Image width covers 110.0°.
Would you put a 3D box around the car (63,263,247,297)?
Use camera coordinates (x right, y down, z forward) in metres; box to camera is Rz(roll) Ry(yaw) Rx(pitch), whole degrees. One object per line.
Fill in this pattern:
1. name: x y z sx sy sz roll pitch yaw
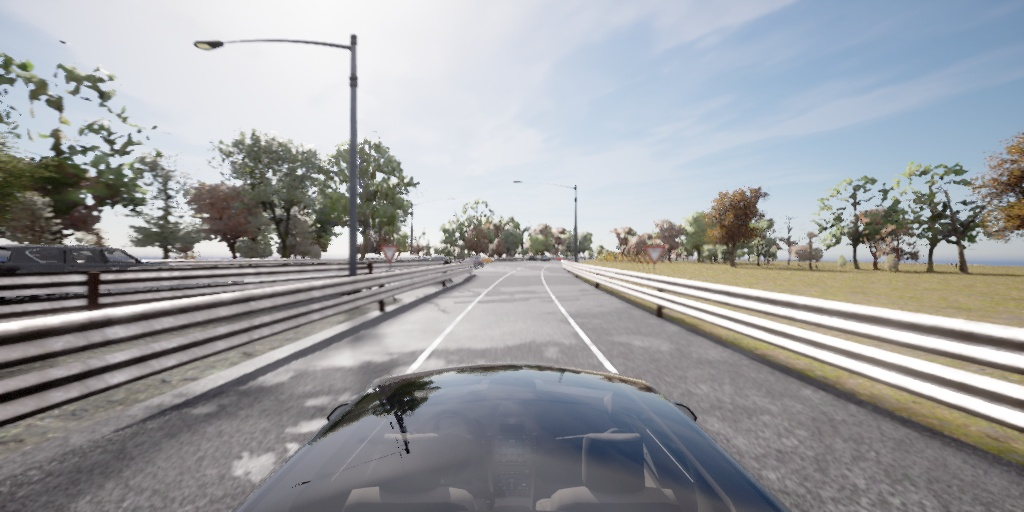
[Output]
1. car: -12.581 1.030 13.343 1.895 1.301 4.718 0 0 10

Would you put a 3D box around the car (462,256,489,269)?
1. car: -5.296 1.009 49.324 2.033 1.411 5.357 0 0 13

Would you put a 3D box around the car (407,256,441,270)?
1. car: -10.493 0.947 42.014 1.837 1.490 4.892 0 0 12

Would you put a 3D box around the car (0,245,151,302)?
1. car: -16.071 0.638 13.629 2.150 2.045 5.566 0 0 10

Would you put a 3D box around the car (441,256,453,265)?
1. car: -10.943 0.796 56.009 2.097 1.767 4.553 0 0 13
